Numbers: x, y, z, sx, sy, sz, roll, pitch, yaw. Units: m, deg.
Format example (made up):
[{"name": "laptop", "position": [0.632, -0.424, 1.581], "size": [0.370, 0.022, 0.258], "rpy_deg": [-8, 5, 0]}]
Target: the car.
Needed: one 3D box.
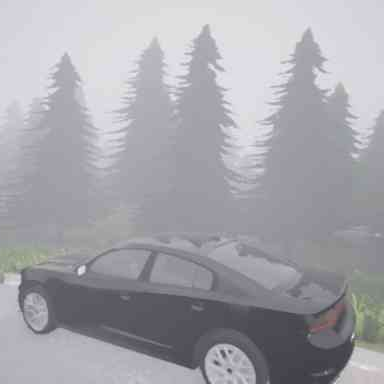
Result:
[{"name": "car", "position": [-0.417, 1.332, 4.846], "size": [5.008, 1.535, 1.882], "rpy_deg": [1, 2, 29]}]
